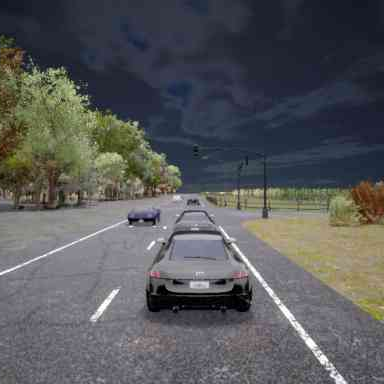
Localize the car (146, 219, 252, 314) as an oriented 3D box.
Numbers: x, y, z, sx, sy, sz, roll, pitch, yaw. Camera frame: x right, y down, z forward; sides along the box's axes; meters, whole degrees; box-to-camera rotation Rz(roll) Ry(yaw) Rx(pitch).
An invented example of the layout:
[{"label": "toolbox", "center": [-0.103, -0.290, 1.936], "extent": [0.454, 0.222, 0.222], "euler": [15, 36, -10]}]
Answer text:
[{"label": "car", "center": [0.118, 1.566, 7.719], "extent": [1.994, 1.385, 4.181], "euler": [0, 0, 0]}]

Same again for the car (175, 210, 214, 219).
[{"label": "car", "center": [0.132, 1.568, 16.119], "extent": [1.994, 1.385, 4.181], "euler": [0, 0, 0]}]

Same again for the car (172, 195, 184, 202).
[{"label": "car", "center": [-3.323, 1.526, 73.227], "extent": [1.812, 1.442, 4.674], "euler": [0, 0, 0]}]

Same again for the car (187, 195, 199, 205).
[{"label": "car", "center": [0.237, 1.356, 60.187], "extent": [2.097, 1.767, 4.553], "euler": [0, 0, 0]}]

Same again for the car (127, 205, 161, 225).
[{"label": "car", "center": [-3.347, 1.606, 24.164], "extent": [1.895, 1.301, 4.718], "euler": [0, 0, 0]}]
